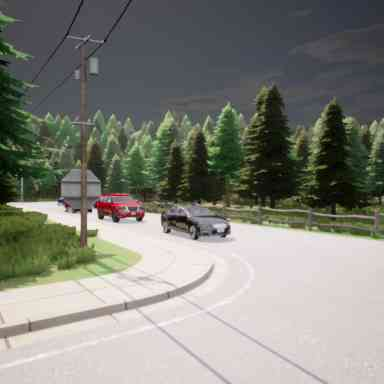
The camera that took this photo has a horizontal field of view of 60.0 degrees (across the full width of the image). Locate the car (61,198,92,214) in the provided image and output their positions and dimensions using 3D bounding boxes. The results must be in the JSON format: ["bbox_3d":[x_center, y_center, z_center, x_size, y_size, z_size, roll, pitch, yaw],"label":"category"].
[{"bbox_3d":[-12.018,1.573,35.236,1.895,1.301,4.718,0,0,-34],"label":"car"}]

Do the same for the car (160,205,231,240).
[{"bbox_3d":[0.046,1.456,17.001,2.128,1.511,4.902,0,0,-30],"label":"car"}]

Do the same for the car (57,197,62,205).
[{"bbox_3d":[-20.411,1.450,53.851,1.882,1.535,5.008,0,0,-34],"label":"car"}]

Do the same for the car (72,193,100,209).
[{"bbox_3d":[-14.549,1.194,45.371,2.150,2.045,5.566,0,0,-34],"label":"car"}]

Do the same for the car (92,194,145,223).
[{"bbox_3d":[-5.679,1.186,25.895,2.150,2.045,5.566,0,0,-34],"label":"car"}]
